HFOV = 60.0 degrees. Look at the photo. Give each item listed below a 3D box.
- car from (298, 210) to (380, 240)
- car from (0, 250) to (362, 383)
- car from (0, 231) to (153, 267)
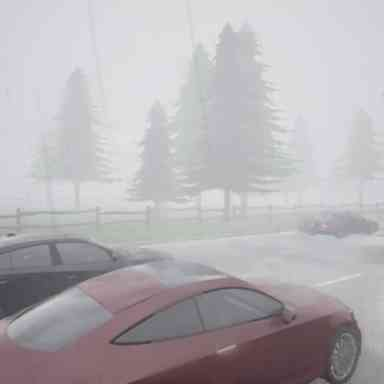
[{"bbox_3d":[8.058,1.701,18.096,5.357,1.411,2.033,1,0,-36],"label":"car"},{"bbox_3d":[0.018,1.545,3.760,4.674,1.442,1.812,1,0,-36],"label":"car"},{"bbox_3d":[-2.475,1.491,6.281,5.008,1.535,1.882,1,0,-36],"label":"car"}]
